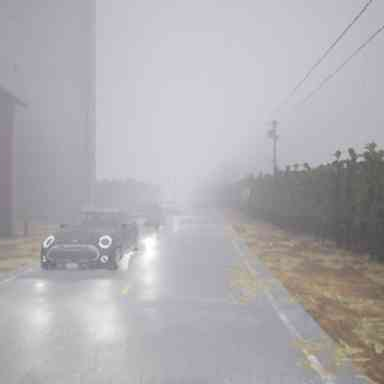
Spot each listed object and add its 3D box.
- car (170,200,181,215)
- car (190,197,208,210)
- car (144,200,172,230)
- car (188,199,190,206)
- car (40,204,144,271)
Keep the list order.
[{"bbox_3d":[-2.250,1.576,34.344,1.812,1.442,4.674,0,0,2],"label":"car"},{"bbox_3d":[1.114,1.547,45.236,1.882,1.535,5.008,0,0,-2],"label":"car"},{"bbox_3d":[-2.777,1.522,21.313,2.128,1.511,4.902,0,0,2],"label":"car"},{"bbox_3d":[0.502,1.576,55.263,2.128,1.511,4.902,0,0,-6],"label":"car"},{"bbox_3d":[-3.114,1.367,11.034,2.097,1.767,4.553,0,0,2],"label":"car"}]
